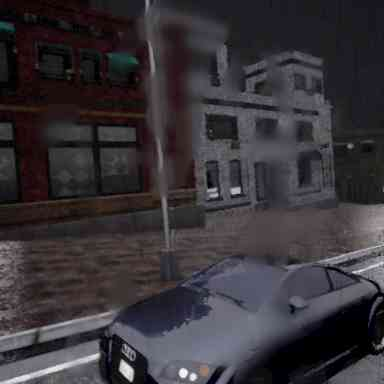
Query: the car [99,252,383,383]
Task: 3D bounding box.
[{"bbox_3d":[0.936,1.589,4.508,4.181,1.385,1.994,0,-1,-37],"label":"car"}]
